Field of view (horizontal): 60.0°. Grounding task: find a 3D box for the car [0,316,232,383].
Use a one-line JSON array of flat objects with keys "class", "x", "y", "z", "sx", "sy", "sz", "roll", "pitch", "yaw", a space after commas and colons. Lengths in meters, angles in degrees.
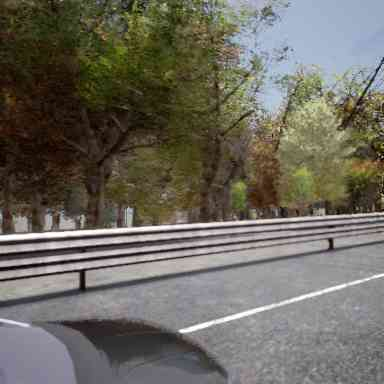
[{"class": "car", "x": -1.851, "y": 1.493, "z": 1.825, "sx": 4.902, "sy": 1.511, "sz": 2.128, "roll": 1, "pitch": 0, "yaw": -37}]
